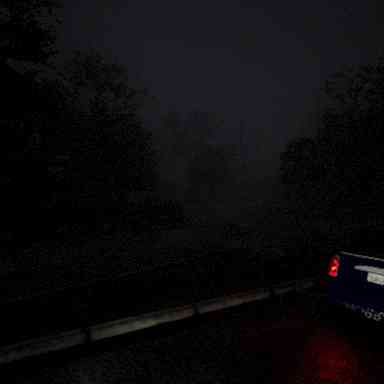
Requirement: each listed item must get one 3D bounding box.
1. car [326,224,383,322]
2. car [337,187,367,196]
[{"bbox_3d":[4.658,1.347,6.306,4.553,1.767,2.097,-1,0,-33],"label":"car"},{"bbox_3d":[25.237,-0.125,51.868,5.008,1.535,1.882,-2,1,6],"label":"car"}]
